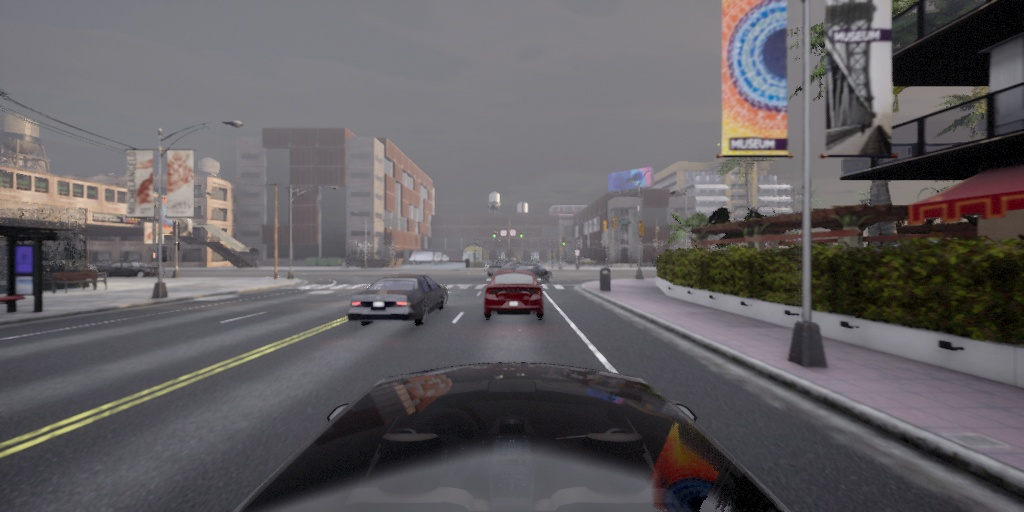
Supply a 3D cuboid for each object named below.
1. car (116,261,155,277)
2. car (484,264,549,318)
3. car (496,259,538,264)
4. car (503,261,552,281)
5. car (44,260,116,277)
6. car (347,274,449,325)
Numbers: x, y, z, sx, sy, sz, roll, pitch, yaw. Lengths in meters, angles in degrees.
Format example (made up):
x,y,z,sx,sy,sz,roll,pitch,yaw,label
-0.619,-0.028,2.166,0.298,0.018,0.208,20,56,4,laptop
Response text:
x,y,z,sx,sy,sz,roll,pitch,yaw,label
-42.200,1.246,38.569,4.902,1.511,2.128,0,0,1,car
0.068,1.228,12.937,1.882,1.535,5.008,0,0,0,car
-0.123,1.244,31.111,2.128,1.511,4.902,0,0,34,car
1.468,1.300,26.705,2.033,1.411,5.357,0,0,22,car
-42.385,1.258,35.063,4.892,1.490,1.837,0,0,1,car
-3.437,1.298,11.791,2.033,1.411,5.357,0,0,0,car
